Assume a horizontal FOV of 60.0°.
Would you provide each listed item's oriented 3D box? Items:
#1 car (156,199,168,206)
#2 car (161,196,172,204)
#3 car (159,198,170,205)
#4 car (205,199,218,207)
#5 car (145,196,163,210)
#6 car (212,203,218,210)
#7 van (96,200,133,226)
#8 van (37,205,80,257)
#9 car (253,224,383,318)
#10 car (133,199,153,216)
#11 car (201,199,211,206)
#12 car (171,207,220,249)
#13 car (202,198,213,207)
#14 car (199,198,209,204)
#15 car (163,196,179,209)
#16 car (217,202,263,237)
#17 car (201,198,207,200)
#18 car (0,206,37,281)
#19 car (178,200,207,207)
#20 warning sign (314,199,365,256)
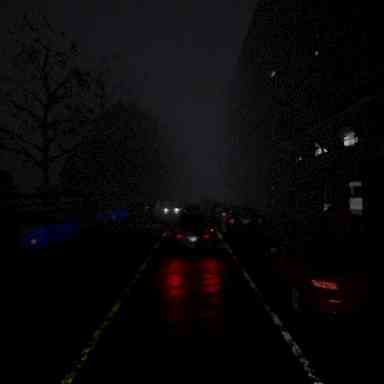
[{"bbox_3d":[-5.699,1.931,63.511,1.802,1.307,4.206,0,0,0],"label":"car"},{"bbox_3d":[-5.700,1.735,74.775,2.192,1.841,5.009,0,0,0],"label":"car"},{"bbox_3d":[-5.700,1.929,69.142,1.887,1.381,4.507,0,0,0],"label":"car"},{"bbox_3d":[2.686,1.750,35.362,1.947,1.339,4.313,0,0,0],"label":"car"},{"bbox_3d":[-5.696,1.562,46.622,2.192,1.841,5.009,0,0,0],"label":"car"},{"bbox_3d":[2.688,1.707,24.102,1.802,1.307,4.206,0,0,0],"label":"car"},{"bbox_3d":[-5.693,1.466,24.101,1.690,1.788,3.998,0,0,0],"label":"van"},{"bbox_3d":[-5.691,1.408,12.840,1.690,1.788,3.998,0,0,0],"label":"van"},{"bbox_3d":[2.690,1.620,7.210,1.802,1.307,4.206,0,0,0],"label":"car"},{"bbox_3d":[-5.695,1.750,35.361,1.947,1.339,4.313,0,0,0],"label":"car"},{"bbox_3d":[2.682,1.931,63.513,1.802,1.307,4.206,0,0,0],"label":"car"},{"bbox_3d":[0.068,1.603,14.840,1.812,1.442,4.674,0,0,0],"label":"car"},{"bbox_3d":[2.683,1.841,58.053,1.752,1.417,4.829,0,0,0],"label":"car"},{"bbox_3d":[2.680,1.986,74.775,1.947,1.339,4.313,0,0,0],"label":"car"},{"bbox_3d":[-3.088,1.752,51.344,1.882,1.535,5.008,0,0,0],"label":"car"},{"bbox_3d":[2.688,1.536,18.472,1.967,1.590,4.097,0,0,0],"label":"car"},{"bbox_3d":[2.684,1.687,46.622,1.967,1.590,4.097,0,0,0],"label":"car"},{"bbox_3d":[-5.691,1.353,7.210,2.192,1.841,5.009,0,0,0],"label":"car"},{"bbox_3d":[0.069,1.720,30.096,1.994,1.385,4.181,0,0,0],"label":"car"},{"bbox_3d":[5.067,1.176,11.536,1.300,1.860,1.060,0,0,0],"label":"warning sign"}]
